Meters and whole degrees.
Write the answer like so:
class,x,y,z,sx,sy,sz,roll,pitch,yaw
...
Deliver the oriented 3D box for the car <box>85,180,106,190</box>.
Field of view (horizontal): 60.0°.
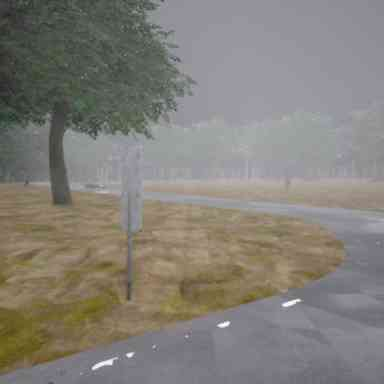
class,x,y,z,sx,sy,sz,roll,pitch,yaw
car,-14.677,-1.075,50.323,2.128,1.511,4.902,1,2,-38
